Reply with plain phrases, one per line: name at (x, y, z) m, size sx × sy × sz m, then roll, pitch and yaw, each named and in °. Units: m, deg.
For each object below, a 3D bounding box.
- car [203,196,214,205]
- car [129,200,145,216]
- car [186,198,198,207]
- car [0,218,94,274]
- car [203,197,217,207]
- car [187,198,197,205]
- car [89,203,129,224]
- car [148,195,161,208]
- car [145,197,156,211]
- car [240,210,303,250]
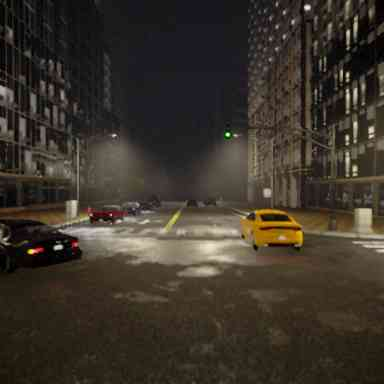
car at (3.293, 1.720, 68.021) m, size 2.097 × 1.767 × 4.553 m, roll 0°, pitch 0°, yaw 0°
car at (-6.552, 1.799, 35.454) m, size 1.895 × 1.301 × 4.718 m, roll 0°, pitch 0°, yaw 0°
car at (0.037, 1.879, 57.635) m, size 1.994 × 1.385 × 4.181 m, roll 0°, pitch 0°, yaw 0°
car at (-5.881, 1.573, 10.683) m, size 5.357 × 1.411 × 2.033 m, roll 1°, pitch 0°, yaw 32°
car at (3.286, 1.823, 58.220) m, size 1.837 × 1.490 × 4.892 m, roll 0°, pitch 0°, yaw 0°
car at (0.042, 1.928, 67.672) m, size 1.994 × 1.385 × 4.181 m, roll 0°, pitch 0°, yaw 0°
car at (-6.583, 1.749, 26.281) m, size 1.895 × 1.301 × 4.718 m, roll 0°, pitch 0°, yaw 0°
car at (-6.465, 1.529, 56.210) m, size 2.150 × 2.045 × 5.566 m, roll 0°, pitch 0°, yaw 0°
car at (-6.490, 1.815, 45.459) m, size 1.994 × 1.385 × 4.181 m, roll 0°, pitch 0°, yaw 0°
car at (3.372, 1.544, 14.899) m, size 1.882 × 1.535 × 5.008 m, roll 1°, pitch 1°, yaw 0°
